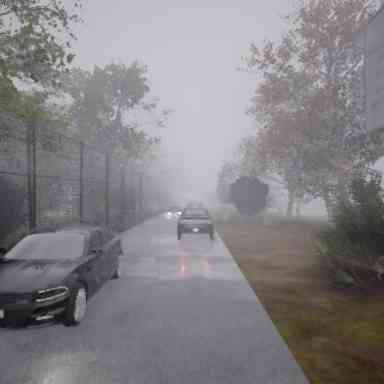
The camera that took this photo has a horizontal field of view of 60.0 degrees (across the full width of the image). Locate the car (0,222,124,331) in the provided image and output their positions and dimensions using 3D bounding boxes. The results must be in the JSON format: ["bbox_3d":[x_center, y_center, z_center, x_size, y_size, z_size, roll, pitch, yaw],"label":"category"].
[{"bbox_3d":[-2.822,1.500,7.300,1.882,1.535,5.008,0,0,0],"label":"car"}]

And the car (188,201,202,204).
[{"bbox_3d":[0.331,1.729,36.479,2.097,1.767,4.553,0,-1,0],"label":"car"}]

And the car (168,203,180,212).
[{"bbox_3d":[-2.489,2.262,48.971,1.895,1.301,4.718,0,-1,1],"label":"car"}]

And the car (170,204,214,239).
[{"bbox_3d":[0.184,1.596,18.058,2.128,1.511,4.902,0,-1,0],"label":"car"}]
